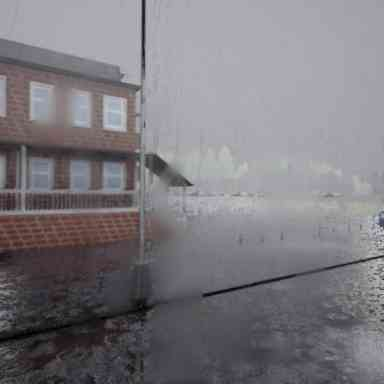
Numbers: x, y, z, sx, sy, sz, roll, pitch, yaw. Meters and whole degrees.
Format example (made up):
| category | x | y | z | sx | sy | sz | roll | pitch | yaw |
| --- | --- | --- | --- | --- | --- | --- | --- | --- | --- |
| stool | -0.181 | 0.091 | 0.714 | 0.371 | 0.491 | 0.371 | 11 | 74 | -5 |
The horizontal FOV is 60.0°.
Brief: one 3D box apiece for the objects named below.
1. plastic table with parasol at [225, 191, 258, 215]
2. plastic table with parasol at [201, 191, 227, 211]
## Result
| category | x | y | z | sx | sy | sz | roll | pitch | yaw |
| --- | --- | --- | --- | --- | --- | --- | --- | --- | --- |
| plastic table with parasol | 5.392 | 1.123 | 36.456 | 2.482 | 2.480 | 2.482 | 1 | 0 | -35 |
| plastic table with parasol | 2.904 | 1.141 | 44.028 | 2.482 | 2.480 | 2.482 | 1 | 0 | -35 |
